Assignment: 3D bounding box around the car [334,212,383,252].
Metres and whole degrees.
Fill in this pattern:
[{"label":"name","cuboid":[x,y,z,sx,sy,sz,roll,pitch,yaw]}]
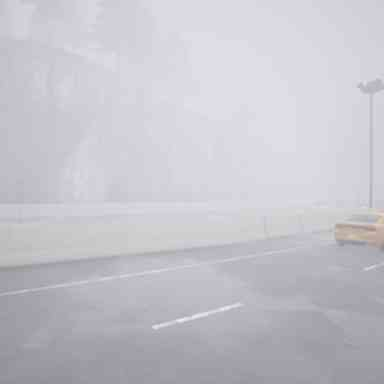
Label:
[{"label":"car","cuboid":[8.213,1.622,14.764,5.008,1.535,1.882,0,0,-40]}]
